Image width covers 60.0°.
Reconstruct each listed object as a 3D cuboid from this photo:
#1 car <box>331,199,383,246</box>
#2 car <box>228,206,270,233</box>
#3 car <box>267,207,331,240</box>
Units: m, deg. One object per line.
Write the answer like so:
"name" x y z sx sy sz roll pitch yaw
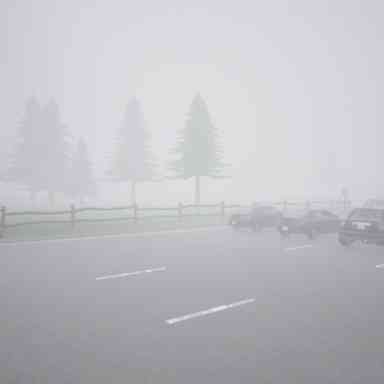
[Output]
"car" 8.244 1.363 14.049 4.553 1.767 2.097 0 0 -35
"car" 4.204 1.530 19.765 4.674 1.442 1.812 0 0 -35
"car" 6.236 1.530 16.916 4.674 1.442 1.812 0 0 -35
